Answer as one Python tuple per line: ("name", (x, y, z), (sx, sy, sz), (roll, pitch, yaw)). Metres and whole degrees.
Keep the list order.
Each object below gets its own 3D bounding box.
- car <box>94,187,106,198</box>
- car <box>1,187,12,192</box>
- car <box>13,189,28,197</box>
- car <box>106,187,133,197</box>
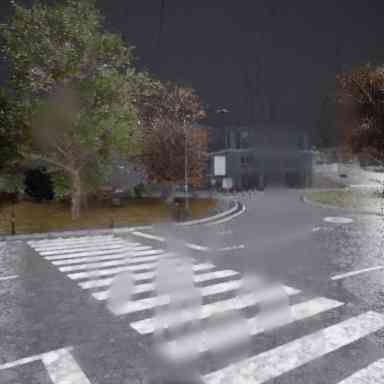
("car", (-13.304, 0.034, 53.924), (2.435, 2.045, 5.566), (-1, 1, 16))
("car", (-39.319, 0.259, 73.659), (1.946, 1.575, 5.366), (0, 2, 19))
("car", (-34.604, 0.336, 70.145), (2.097, 1.535, 5.008), (0, 2, 18))
("car", (-10.887, 0.248, 52.210), (2.231, 1.521, 4.892), (-1, 1, 16))
